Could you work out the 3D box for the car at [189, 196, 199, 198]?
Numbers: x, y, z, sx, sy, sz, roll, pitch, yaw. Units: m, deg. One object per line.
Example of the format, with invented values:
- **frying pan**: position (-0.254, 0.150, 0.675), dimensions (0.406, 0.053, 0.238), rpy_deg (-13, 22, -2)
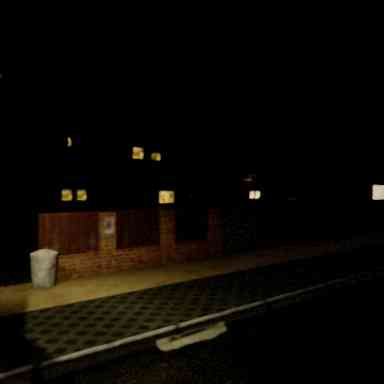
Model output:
- **car**: position (0.167, 1.257, 40.323), dimensions (1.882, 1.535, 5.008), rpy_deg (1, 0, -37)
